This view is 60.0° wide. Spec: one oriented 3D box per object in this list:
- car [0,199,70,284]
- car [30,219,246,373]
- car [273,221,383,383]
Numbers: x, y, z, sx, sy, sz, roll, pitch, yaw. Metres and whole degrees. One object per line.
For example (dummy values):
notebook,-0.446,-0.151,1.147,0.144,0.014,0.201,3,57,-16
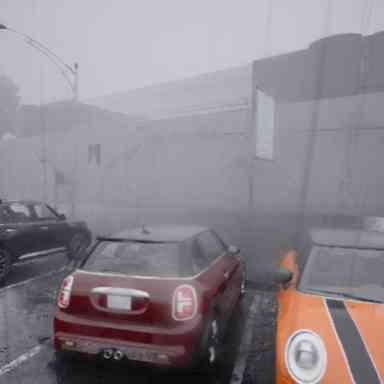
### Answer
car,-5.161,1.210,9.519,2.435,2.045,5.566,0,-1,16
car,-0.290,1.348,5.971,2.185,1.767,4.553,0,-1,16
car,2.177,1.360,4.287,2.185,1.767,4.553,1,0,15
